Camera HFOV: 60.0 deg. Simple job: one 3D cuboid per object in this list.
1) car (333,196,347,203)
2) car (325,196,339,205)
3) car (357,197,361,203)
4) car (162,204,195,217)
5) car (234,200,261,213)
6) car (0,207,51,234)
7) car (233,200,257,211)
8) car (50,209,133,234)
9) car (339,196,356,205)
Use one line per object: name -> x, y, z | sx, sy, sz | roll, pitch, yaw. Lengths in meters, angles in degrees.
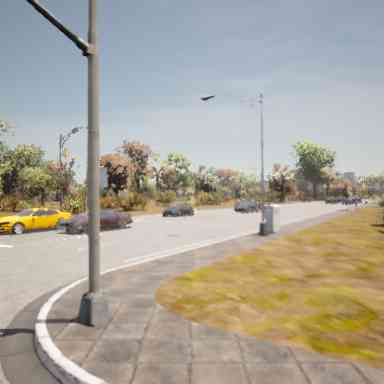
car -> 36.861, 1.805, 82.731 | 2.097, 1.767, 4.553 | -1, -1, 36
car -> 30.996, 2.033, 74.228 | 1.837, 1.490, 4.892 | -1, -1, 34
car -> 39.732, 1.902, 80.726 | 1.837, 1.490, 4.892 | -1, -1, 36
car -> -1.464, 1.979, 36.359 | 1.994, 1.385, 4.181 | -1, -1, 32
car -> 7.366, 1.966, 43.908 | 2.033, 1.411, 5.357 | -1, -1, 32
car -> -10.388, 1.814, 21.961 | 1.882, 1.535, 5.008 | -1, 0, 32
car -> 8.382, 2.019, 52.057 | 1.882, 1.535, 5.008 | -1, -1, 32
car -> -6.228, 1.847, 22.029 | 2.033, 1.411, 5.357 | -1, -1, 32
car -> 33.916, 2.010, 72.298 | 1.812, 1.442, 4.674 | -1, -1, 34
